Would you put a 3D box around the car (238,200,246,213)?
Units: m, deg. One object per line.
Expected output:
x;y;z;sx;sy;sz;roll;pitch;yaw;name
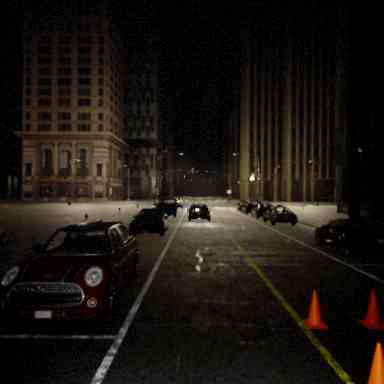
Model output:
6.416;1.552;35.444;1.967;1.590;4.097;0;0;1;car

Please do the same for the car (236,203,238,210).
6.465;1.671;41.084;2.008;1.369;4.403;0;0;1;car

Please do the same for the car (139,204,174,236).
-2.259;1.585;18.596;1.947;1.339;4.313;0;0;1;car

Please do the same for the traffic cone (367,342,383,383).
2.097;1.980;3.731;0.340;0.580;0.340;0;0;1;traffic cone

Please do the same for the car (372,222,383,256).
6.166;1.614;7.241;2.008;1.369;4.403;0;0;1;car

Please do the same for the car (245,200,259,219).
6.365;1.654;29.803;2.008;1.369;4.403;0;0;1;car

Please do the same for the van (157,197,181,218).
-2.158;1.379;29.877;1.690;1.788;3.998;0;0;1;van

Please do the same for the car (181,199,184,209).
-2.010;1.613;46.799;2.008;1.369;4.403;0;0;1;car

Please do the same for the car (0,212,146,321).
-2.358;1.437;7.314;1.967;1.590;4.097;0;0;1;car

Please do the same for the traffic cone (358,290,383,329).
3.114;1.992;5.722;0.340;0.580;0.340;0;0;1;traffic cone

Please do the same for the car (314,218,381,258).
6.216;1.640;12.881;1.947;1.339;4.313;0;0;1;car

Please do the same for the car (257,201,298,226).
6.317;1.620;24.332;1.752;1.417;4.829;0;0;1;car

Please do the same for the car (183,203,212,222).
0.584;1.603;27.347;2.033;1.411;5.357;0;0;1;car

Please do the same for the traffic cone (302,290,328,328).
2.115;1.984;5.731;0.340;0.580;0.340;0;0;1;traffic cone
